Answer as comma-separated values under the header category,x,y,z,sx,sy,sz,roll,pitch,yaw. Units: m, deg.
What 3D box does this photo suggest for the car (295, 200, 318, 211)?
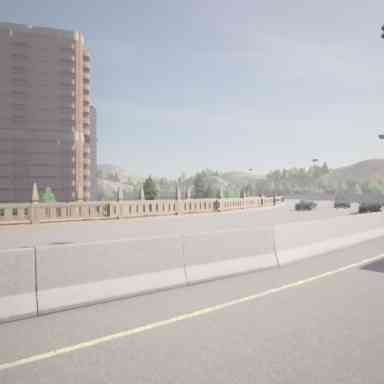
category,x,y,z,sx,sy,sz,roll,pitch,yaw
car,13.809,1.591,40.179,1.895,1.301,4.718,0,0,31

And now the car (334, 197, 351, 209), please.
category,x,y,z,sx,sy,sz,roll,pitch,yaw
car,20.692,1.550,45.756,1.994,1.385,4.181,0,0,25

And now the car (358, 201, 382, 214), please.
category,x,y,z,sx,sy,sz,roll,pitch,yaw
car,18.293,1.590,34.127,1.895,1.301,4.718,0,0,32

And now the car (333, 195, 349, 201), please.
category,x,y,z,sx,sy,sz,roll,pitch,yaw
car,32.371,1.274,72.224,1.895,1.301,4.718,0,0,8
